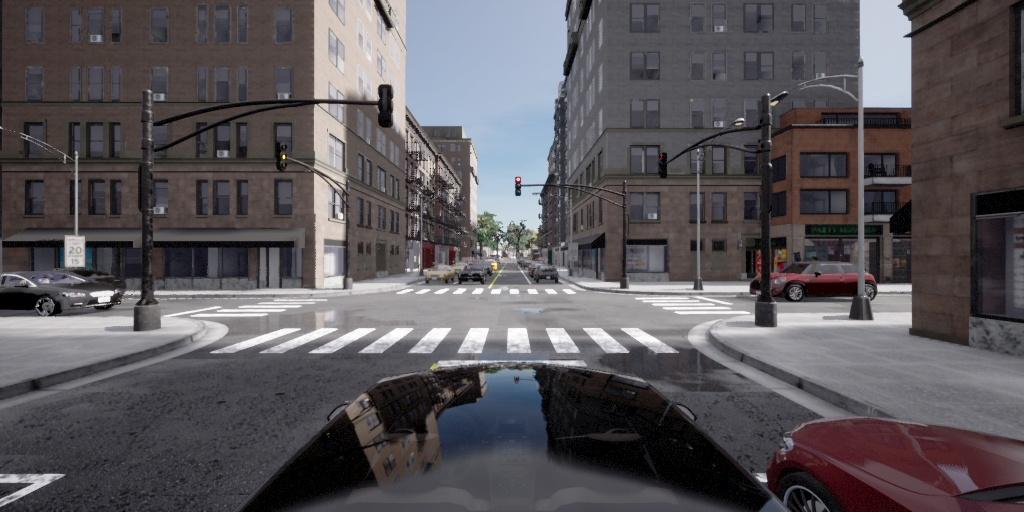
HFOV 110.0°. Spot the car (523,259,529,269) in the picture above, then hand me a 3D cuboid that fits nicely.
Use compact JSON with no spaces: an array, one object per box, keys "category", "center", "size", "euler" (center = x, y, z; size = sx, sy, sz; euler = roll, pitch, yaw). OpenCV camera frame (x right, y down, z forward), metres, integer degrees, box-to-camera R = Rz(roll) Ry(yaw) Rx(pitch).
[{"category":"car","center":[2.562,1.303,38.768],"size":[2.007,1.370,4.403],"euler":[0,0,0]}]

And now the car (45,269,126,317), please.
[{"category":"car","center":[-17.092,1.310,12.928],"size":[4.902,1.511,2.128],"euler":[0,0,1]}]

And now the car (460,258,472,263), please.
[{"category":"car","center":[-5.487,1.278,38.581],"size":[1.751,1.417,4.829],"euler":[0,0,0]}]

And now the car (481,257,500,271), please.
[{"category":"car","center":[-2.930,1.232,47.311],"size":[1.882,1.535,5.008],"euler":[0,0,0]}]

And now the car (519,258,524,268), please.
[{"category":"car","center":[2.528,1.306,55.213],"size":[2.007,1.370,4.403],"euler":[0,0,0]}]

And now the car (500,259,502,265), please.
[{"category":"car","center":[-2.874,0.872,62.410],"size":[1.837,1.490,4.892],"euler":[0,0,0]}]

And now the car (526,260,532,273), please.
[{"category":"car","center":[2.573,1.297,33.286],"size":[1.888,1.381,4.507],"euler":[0,0,0]}]

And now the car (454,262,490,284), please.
[{"category":"car","center":[-2.884,1.352,26.689],"size":[1.895,1.301,4.718],"euler":[0,0,-1]}]

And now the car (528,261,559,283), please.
[{"category":"car","center":[2.584,1.302,27.804],"size":[2.007,1.370,4.403],"euler":[0,0,0]}]

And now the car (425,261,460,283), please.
[{"category":"car","center":[-5.468,1.277,27.618],"size":[1.751,1.417,4.829],"euler":[0,0,0]}]

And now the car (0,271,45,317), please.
[{"category":"car","center":[-5.399,1.065,0.780],"size":[2.192,1.841,5.009],"euler":[0,0,0]}]

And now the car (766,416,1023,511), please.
[{"category":"car","center":[2.640,1.332,0.796],"size":[1.802,1.307,4.207],"euler":[0,0,0]}]

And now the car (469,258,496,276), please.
[{"category":"car","center":[-2.921,1.257,36.808],"size":[1.837,1.490,4.892],"euler":[0,0,0]}]

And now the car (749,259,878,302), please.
[{"category":"car","center":[13.229,1.036,15.979],"size":[4.553,1.767,2.097],"euler":[0,0,0]}]
